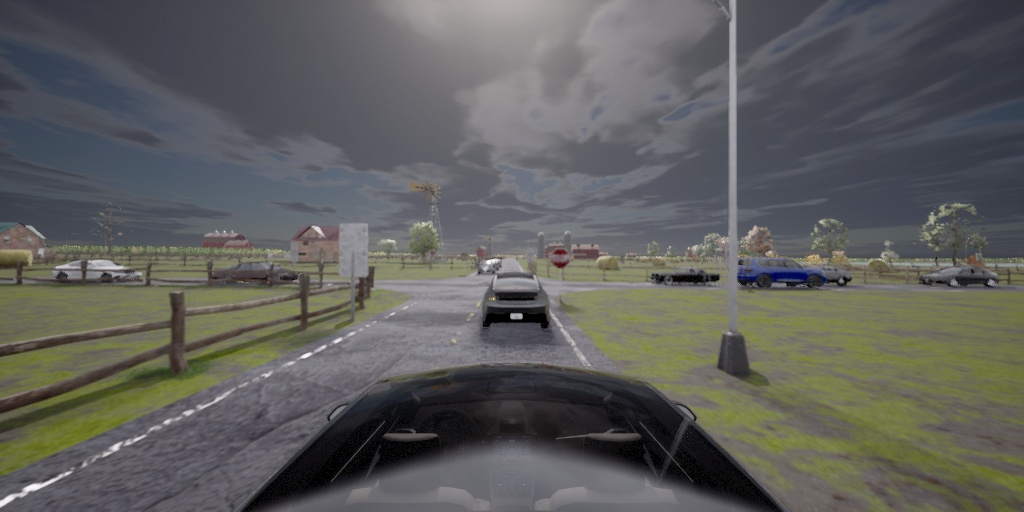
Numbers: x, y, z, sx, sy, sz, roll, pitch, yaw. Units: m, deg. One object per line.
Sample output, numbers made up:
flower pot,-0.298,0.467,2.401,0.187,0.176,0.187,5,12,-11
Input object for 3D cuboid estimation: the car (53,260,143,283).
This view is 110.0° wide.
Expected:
car,-27.586,1.009,23.927,4.674,1.442,1.812,1,-1,0

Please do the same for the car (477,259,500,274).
car,-2.836,1.263,40.782,2.128,1.511,4.902,0,0,0

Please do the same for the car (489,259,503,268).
car,-2.766,1.270,62.085,2.128,1.511,4.902,0,0,1

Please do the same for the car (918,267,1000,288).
car,34.403,1.624,27.674,4.892,1.490,1.837,1,-1,-1

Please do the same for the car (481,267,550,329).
car,0.070,1.261,11.377,1.837,1.490,4.892,0,0,-1

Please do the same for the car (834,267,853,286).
car,23.219,1.508,27.538,4.902,1.511,2.128,1,-1,-1

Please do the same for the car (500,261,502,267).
car,-2.820,1.266,51.184,2.128,1.511,4.902,0,0,0

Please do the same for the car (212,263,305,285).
car,-16.898,1.141,24.066,5.357,1.411,2.033,1,-1,-1

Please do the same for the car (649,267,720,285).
car,13.068,1.521,27.378,4.718,1.301,1.895,1,-1,-2

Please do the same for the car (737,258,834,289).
car,18.181,1.159,24.615,5.566,2.045,2.150,1,-1,0
